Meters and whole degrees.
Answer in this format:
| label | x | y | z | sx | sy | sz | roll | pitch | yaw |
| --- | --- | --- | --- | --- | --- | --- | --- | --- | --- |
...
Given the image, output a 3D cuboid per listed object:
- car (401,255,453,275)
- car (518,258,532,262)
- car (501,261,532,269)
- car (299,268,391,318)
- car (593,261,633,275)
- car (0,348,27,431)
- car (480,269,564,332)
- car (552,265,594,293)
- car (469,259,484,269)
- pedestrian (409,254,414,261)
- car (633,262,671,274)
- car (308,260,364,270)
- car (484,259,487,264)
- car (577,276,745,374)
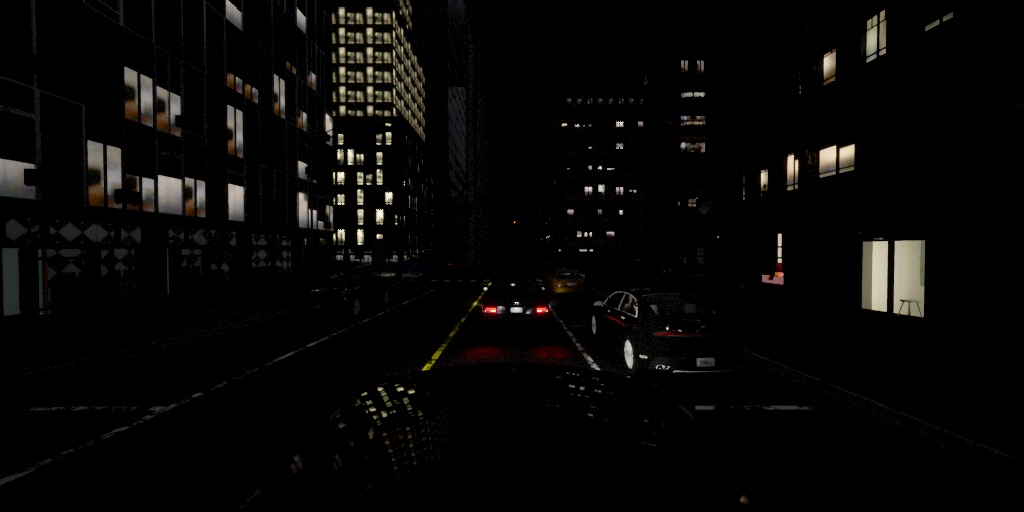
| label | x | y | z | sx | sy | sz | roll | pitch | yaw |
| --- | --- | --- | --- | --- | --- | --- | --- | --- | --- |
| car | -9.280 | 0.916 | 39.533 | 5.566 | 2.045 | 2.150 | 1 | 1 | 1 |
| car | 2.541 | 1.288 | 62.263 | 2.007 | 1.370 | 4.403 | 0 | 0 | 0 |
| car | 0.045 | 1.249 | 21.223 | 1.837 | 1.490 | 4.892 | 0 | 0 | 0 |
| car | -5.850 | 1.292 | 13.046 | 1.888 | 1.381 | 4.507 | 0 | 0 | 0 |
| car | 10.229 | 1.291 | 39.378 | 5.008 | 1.535 | 1.882 | 0 | 1 | 2 |
| car | -5.796 | 1.300 | 1.757 | 2.007 | 1.370 | 4.403 | 0 | 0 | 0 |
| car | 0.079 | 1.295 | 10.801 | 2.033 | 1.411 | 5.357 | 0 | 0 | 0 |
| car | 2.776 | 1.271 | 18.824 | 1.751 | 1.417 | 4.829 | 0 | 0 | 0 |
| car | -5.825 | 1.263 | 56.418 | 1.751 | 1.417 | 4.829 | 0 | 0 | 0 |
| pedestrian | -12.655 | 0.669 | 45.089 | 0.375 | 1.860 | 0.375 | 0 | 0 | 1 |
| car | 16.210 | 1.372 | 41.826 | 4.403 | 1.370 | 2.007 | 0 | 0 | 1 |
| car | -17.667 | 1.108 | 36.421 | 5.008 | 1.535 | 1.882 | 0 | 1 | -1 |
| car | -5.840 | 1.303 | 62.242 | 1.948 | 1.339 | 4.313 | 0 | 0 | 0 |
| car | 2.804 | 1.299 | 7.365 | 2.007 | 1.370 | 4.403 | 0 | 0 | 0 |
